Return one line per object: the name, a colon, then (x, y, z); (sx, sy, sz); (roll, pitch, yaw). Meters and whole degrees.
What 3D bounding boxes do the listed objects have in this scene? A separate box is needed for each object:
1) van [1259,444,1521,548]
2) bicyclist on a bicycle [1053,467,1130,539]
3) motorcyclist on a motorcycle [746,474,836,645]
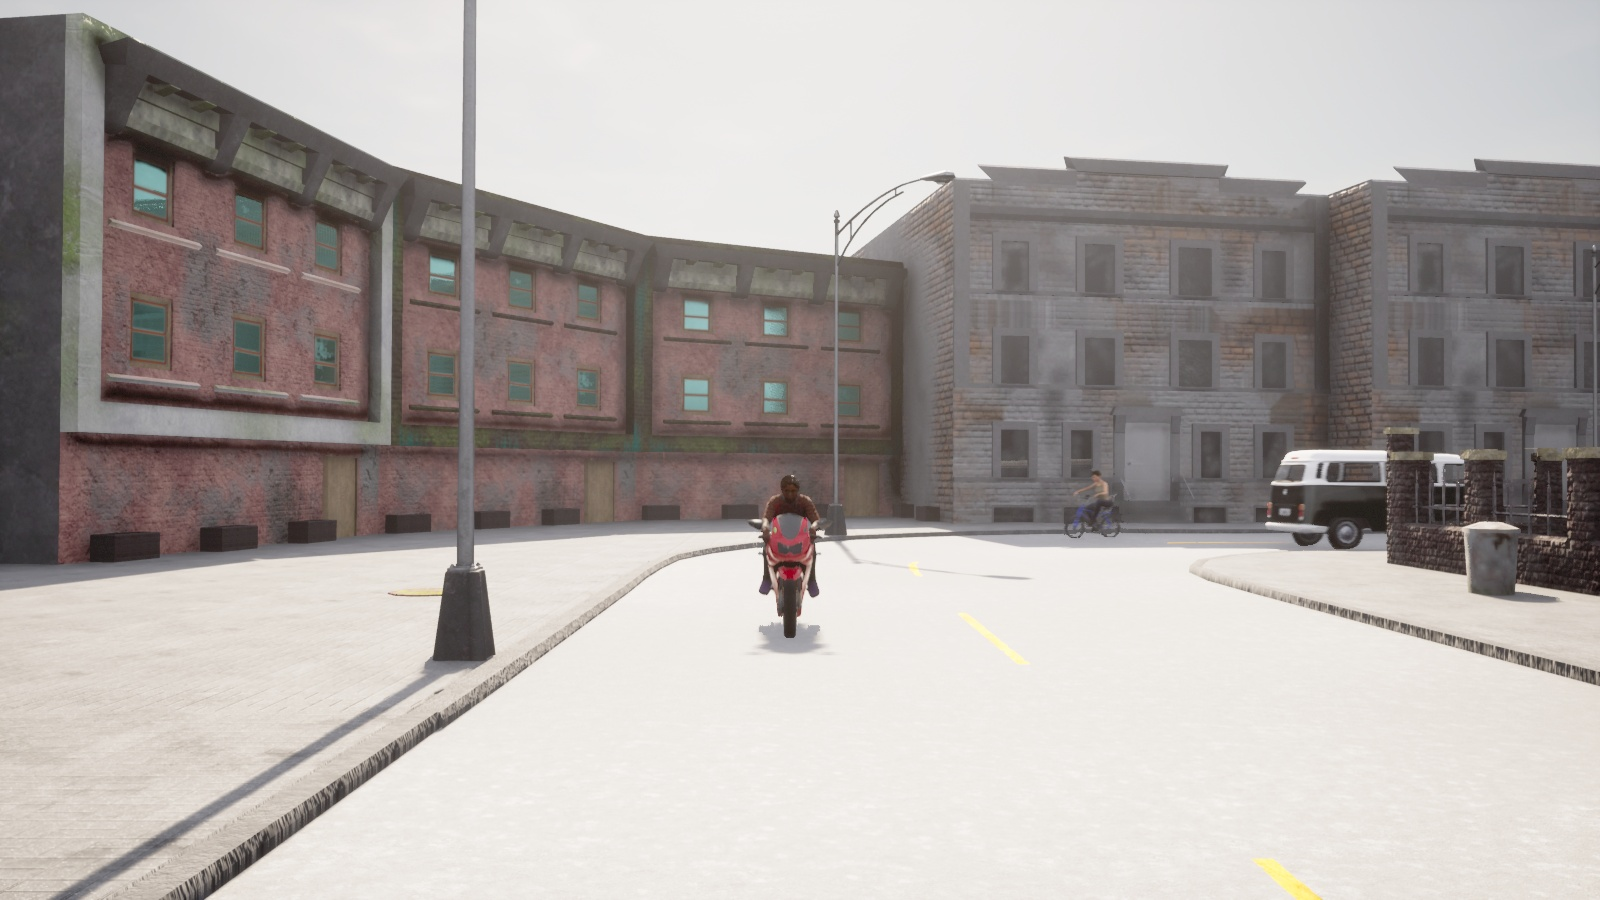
van: (12.180, 0.927, 26.099); (4.480, 2.038, 2.069); (0, -1, -6)
bicyclist on a bicycle: (6.804, 1.217, 29.334); (1.509, 1.612, 0.866); (0, 1, -21)
motorcyclist on a motorcycle: (-0.090, 1.003, 12.306); (0.797, 1.523, 2.044); (0, -1, -1)
